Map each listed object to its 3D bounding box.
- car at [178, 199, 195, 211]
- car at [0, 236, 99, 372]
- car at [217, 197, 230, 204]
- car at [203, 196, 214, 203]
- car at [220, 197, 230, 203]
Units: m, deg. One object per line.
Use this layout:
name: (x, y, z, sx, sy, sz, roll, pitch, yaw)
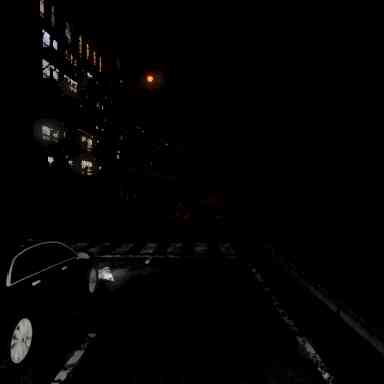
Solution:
car: (-0.704, 1.626, 42.504, 1.812, 1.442, 4.674, 0, 0, 6)
car: (-3.046, 1.507, 5.649, 1.837, 1.490, 4.892, 0, 0, 1)
car: (6.198, 1.742, 68.851, 1.837, 1.490, 4.892, 0, 0, 10)
car: (3.769, 1.627, 74.523, 2.097, 1.767, 4.553, 0, 0, 10)
car: (7.868, 1.857, 78.678, 1.994, 1.385, 4.181, 0, 0, 12)
